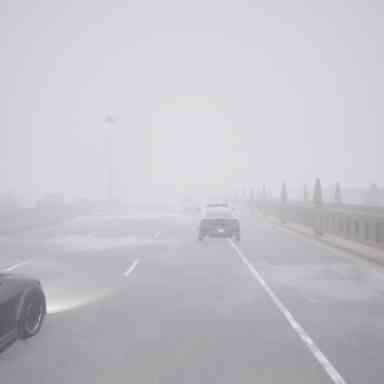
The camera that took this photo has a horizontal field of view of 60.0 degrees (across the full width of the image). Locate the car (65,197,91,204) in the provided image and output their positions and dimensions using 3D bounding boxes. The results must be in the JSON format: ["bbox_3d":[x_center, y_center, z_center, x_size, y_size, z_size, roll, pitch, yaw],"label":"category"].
[{"bbox_3d":[-14.418,1.404,43.179,1.837,1.490,4.892,0,0,-3],"label":"car"}]

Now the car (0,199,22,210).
[{"bbox_3d":[-21.171,1.459,37.349,2.033,1.411,5.357,0,0,0],"label":"car"}]

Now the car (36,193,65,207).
[{"bbox_3d":[-17.864,1.123,42.411,2.150,2.045,5.566,0,0,-3],"label":"car"}]

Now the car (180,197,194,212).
[{"bbox_3d":[-0.051,1.513,37.455,1.895,1.301,4.718,0,0,-1],"label":"car"}]

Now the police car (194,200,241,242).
[{"bbox_3d":[1.203,1.388,16.414,1.930,1.638,5.238,0,0,0],"label":"police car"}]

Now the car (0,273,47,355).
[{"bbox_3d":[-3.407,1.557,3.880,1.994,1.385,4.181,0,0,0],"label":"car"}]
